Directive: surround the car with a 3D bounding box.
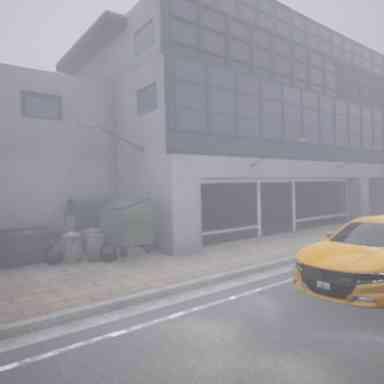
[{"bbox_3d":[4.252,1.275,7.287,5.008,1.535,1.882,-2,1,-37],"label":"car"}]
